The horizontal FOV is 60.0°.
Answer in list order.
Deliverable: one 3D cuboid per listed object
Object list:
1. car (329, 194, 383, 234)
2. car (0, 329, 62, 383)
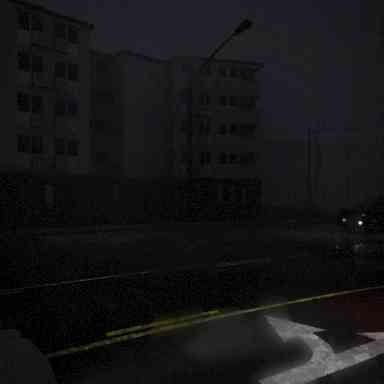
[{"bbox_3d":[11.152,1.223,19.211,5.566,2.045,2.150,0,0,-15],"label":"car"},{"bbox_3d":[-3.013,1.601,1.486,4.718,1.301,1.895,0,0,-37],"label":"car"}]
